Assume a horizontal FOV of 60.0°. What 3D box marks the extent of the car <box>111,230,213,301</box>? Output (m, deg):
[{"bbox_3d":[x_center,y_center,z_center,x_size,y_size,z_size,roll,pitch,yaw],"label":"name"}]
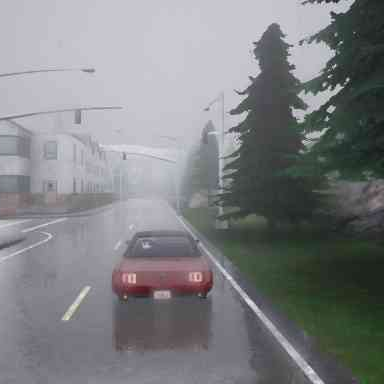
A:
[{"bbox_3d":[-0.726,1.601,8.317,1.895,1.301,4.718,0,0,-5],"label":"car"}]
